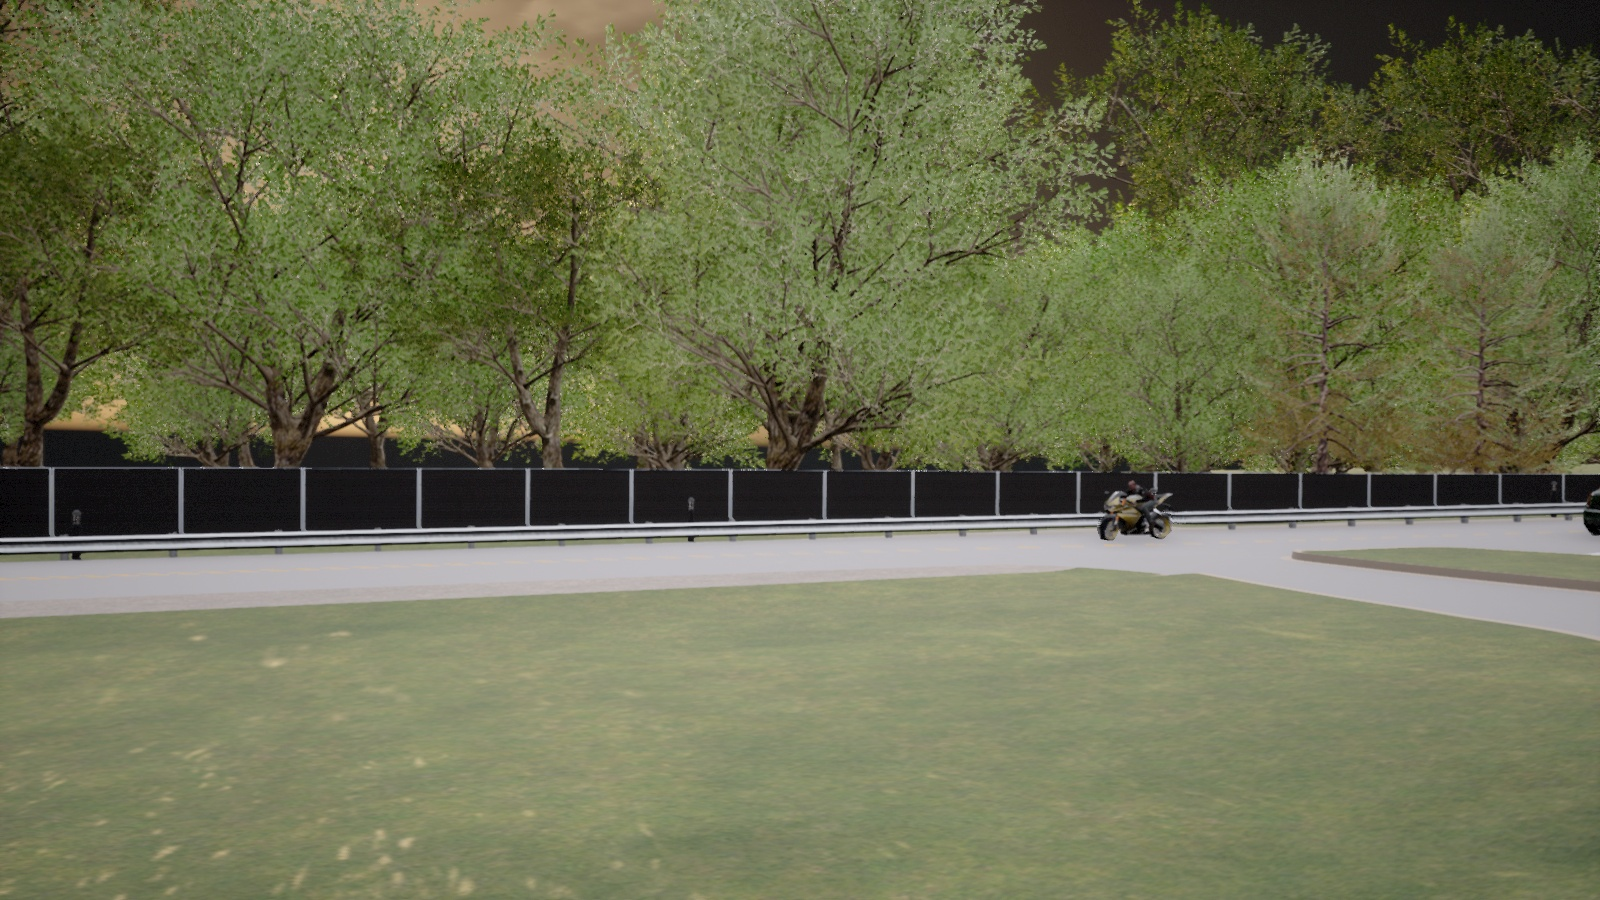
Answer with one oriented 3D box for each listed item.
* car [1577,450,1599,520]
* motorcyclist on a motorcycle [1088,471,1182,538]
[{"bbox_3d":[22.610,0.851,32.175,4.553,1.767,2.097,-1,1,-17],"label":"car"},{"bbox_3d":[8.313,1.337,31.158,2.191,1.530,0.866,-1,2,-25],"label":"motorcyclist on a motorcycle"}]
